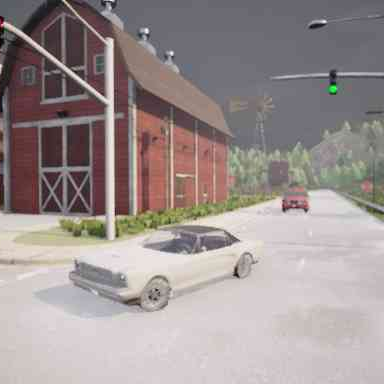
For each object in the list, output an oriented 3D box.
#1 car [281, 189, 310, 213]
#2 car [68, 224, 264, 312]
[{"bbox_3d":[9.483,0.731,30.192,2.150,2.045,5.566,0,1,22],"label":"car"},{"bbox_3d":[-0.283,1.486,7.681,1.895,1.301,4.718,1,1,42],"label":"car"}]
